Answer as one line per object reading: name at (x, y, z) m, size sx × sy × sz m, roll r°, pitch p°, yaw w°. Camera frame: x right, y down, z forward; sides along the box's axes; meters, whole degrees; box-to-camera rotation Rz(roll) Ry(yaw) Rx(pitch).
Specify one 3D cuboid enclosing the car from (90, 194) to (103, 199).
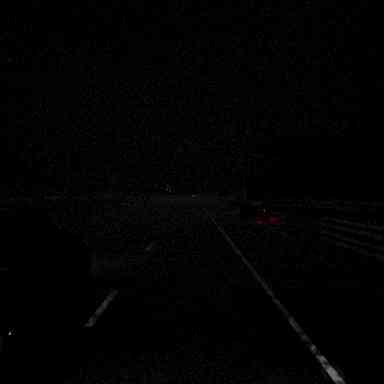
car at (-24.501, 1.521, 88.398) m, size 2.150 × 2.045 × 5.566 m, roll 0°, pitch 0°, yaw 0°

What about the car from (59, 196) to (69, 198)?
car at (-28.000, 1.735, 72.288) m, size 1.837 × 1.490 × 4.892 m, roll 0°, pitch 0°, yaw 0°

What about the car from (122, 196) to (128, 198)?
car at (-17.501, 1.849, 88.426) m, size 1.994 × 1.385 × 4.181 m, roll 0°, pitch 0°, yaw 0°

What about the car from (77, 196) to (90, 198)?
car at (-24.501, 1.789, 72.593) m, size 1.994 × 1.385 × 4.181 m, roll 0°, pitch 0°, yaw 0°

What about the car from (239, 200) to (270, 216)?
car at (6.290, 1.573, 33.650) m, size 1.812 × 1.442 × 4.674 m, roll -3°, pitch 0°, yaw -13°

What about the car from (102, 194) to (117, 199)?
car at (-17.501, 1.715, 72.593) m, size 1.882 × 1.535 × 5.008 m, roll 0°, pitch 0°, yaw 0°

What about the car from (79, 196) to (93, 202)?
car at (-28.001, 1.835, 88.121) m, size 2.033 × 1.411 × 5.357 m, roll 0°, pitch 0°, yaw 0°

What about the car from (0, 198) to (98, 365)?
car at (-3.400, 1.231, 5.327) m, size 2.150 × 2.045 × 5.566 m, roll 0°, pitch 0°, yaw 0°
